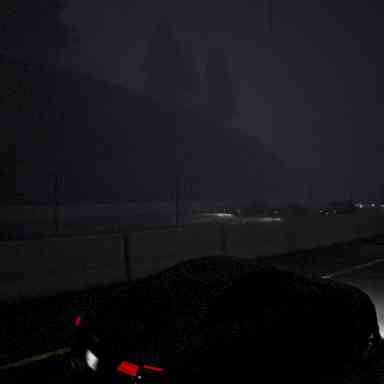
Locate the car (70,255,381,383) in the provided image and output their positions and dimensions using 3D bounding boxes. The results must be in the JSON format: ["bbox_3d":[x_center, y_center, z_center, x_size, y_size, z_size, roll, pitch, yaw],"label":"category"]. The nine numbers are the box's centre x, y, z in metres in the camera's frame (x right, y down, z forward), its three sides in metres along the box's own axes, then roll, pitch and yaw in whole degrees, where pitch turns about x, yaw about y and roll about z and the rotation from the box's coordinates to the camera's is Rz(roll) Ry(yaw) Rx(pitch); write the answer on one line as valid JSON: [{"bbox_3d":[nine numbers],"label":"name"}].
[{"bbox_3d":[0.650,1.568,4.371,4.181,1.385,1.994,0,0,-36],"label":"car"}]

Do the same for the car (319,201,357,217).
[{"bbox_3d":[12.718,1.517,28.854,4.892,1.490,1.837,0,0,-45],"label":"car"}]

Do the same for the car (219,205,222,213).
[{"bbox_3d":[4.756,1.591,35.741,4.181,1.385,1.994,0,0,-45],"label":"car"}]

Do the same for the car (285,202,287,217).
[{"bbox_3d":[8.591,1.581,29.711,4.181,1.385,1.994,0,0,-44],"label":"car"}]
